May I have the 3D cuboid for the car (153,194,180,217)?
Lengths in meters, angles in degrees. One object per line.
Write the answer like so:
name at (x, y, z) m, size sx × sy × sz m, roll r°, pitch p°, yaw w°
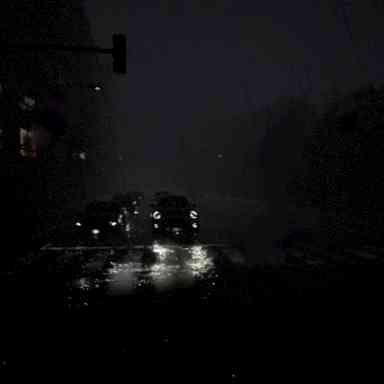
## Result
car at (-1.989, 0.935, 25.125) m, size 1.812 × 1.442 × 4.674 m, roll 0°, pitch 1°, yaw -7°

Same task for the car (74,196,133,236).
car at (-4.181, 1.149, 15.991) m, size 2.033 × 1.411 × 5.357 m, roll 0°, pitch 1°, yaw -7°

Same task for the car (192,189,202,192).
car at (0.697, 0.199, 58.241) m, size 1.882 × 1.535 × 5.008 m, roll 0°, pitch 1°, yaw -7°

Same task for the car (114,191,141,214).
car at (-5.316, 0.892, 25.529) m, size 2.128 × 1.511 × 4.902 m, roll 0°, pitch 1°, yaw -7°

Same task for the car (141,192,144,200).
car at (-6.530, 0.678, 35.800) m, size 2.128 × 1.511 × 4.902 m, roll 0°, pitch 1°, yaw -7°

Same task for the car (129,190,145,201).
car at (-7.910, 0.500, 47.852) m, size 1.994 × 1.385 × 4.181 m, roll 0°, pitch 1°, yaw -6°

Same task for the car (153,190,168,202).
car at (-4.353, 0.465, 45.385) m, size 1.882 × 1.535 × 5.008 m, roll 0°, pitch 1°, yaw -6°

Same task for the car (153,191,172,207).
car at (-3.190, 0.703, 35.216) m, size 1.837 × 1.490 × 4.892 m, roll 0°, pitch 1°, yaw -7°

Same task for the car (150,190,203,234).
car at (-0.931, 0.949, 16.201) m, size 2.097 × 1.767 × 4.553 m, roll 0°, pitch 1°, yaw -7°
